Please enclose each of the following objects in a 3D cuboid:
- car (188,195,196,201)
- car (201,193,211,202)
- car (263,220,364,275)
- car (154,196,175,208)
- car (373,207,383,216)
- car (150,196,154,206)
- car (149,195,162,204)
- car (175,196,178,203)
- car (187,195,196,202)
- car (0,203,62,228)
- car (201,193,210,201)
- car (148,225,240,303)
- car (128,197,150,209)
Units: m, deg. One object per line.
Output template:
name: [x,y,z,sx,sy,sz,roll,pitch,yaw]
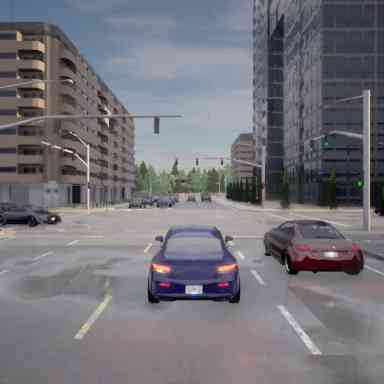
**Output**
car: [-0.033,1.525,87.763,2.128,1.511,4.902,0,0,1]
car: [3.358,1.355,77.627,2.097,1.767,4.553,0,0,1]
car: [3.557,1.564,10.484,1.994,1.385,4.181,0,0,0]
car: [-3.984,1.352,48.972,2.097,1.767,4.553,0,0,0]
car: [19.462,1.656,30.665,4.718,1.301,1.895,0,0,0]
car: [-7.455,1.564,54.906,1.994,1.385,4.181,0,0,2]
car: [-7.290,1.478,66.599,1.882,1.535,5.008,0,0,1]
car: [-3.929,1.526,58.460,1.812,1.442,4.674,0,0,1]
car: [-0.144,1.540,77.420,2.033,1.411,5.357,0,0,1]
car: [-10.907,1.600,22.371,4.181,1.385,1.994,-1,0,20]
car: [3.468,1.225,87.790,2.150,2.045,5.566,0,0,1]
car: [0.048,1.526,8.062,1.812,1.442,4.674,0,0,0]
car: [-7.495,1.505,46.012,1.837,1.490,4.892,0,0,1]
